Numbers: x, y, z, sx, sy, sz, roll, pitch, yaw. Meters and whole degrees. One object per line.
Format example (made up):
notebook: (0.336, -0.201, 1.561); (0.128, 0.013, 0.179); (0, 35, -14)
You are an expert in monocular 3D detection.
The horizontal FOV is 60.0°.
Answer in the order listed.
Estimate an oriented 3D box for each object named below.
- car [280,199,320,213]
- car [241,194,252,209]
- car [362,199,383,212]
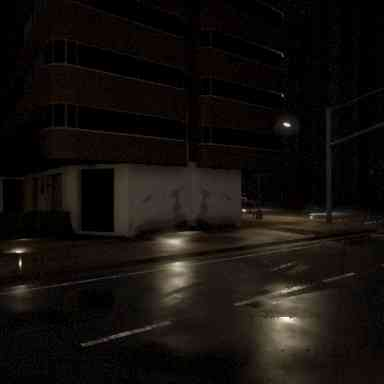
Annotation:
car: (12.115, 1.526, 37.590); (1.812, 1.442, 4.674); (0, 0, -36)
car: (6.121, 1.478, 45.861); (1.882, 1.535, 5.008); (0, 0, -35)
car: (21.445, 1.491, 36.789); (2.128, 1.511, 4.902); (0, 0, -37)
